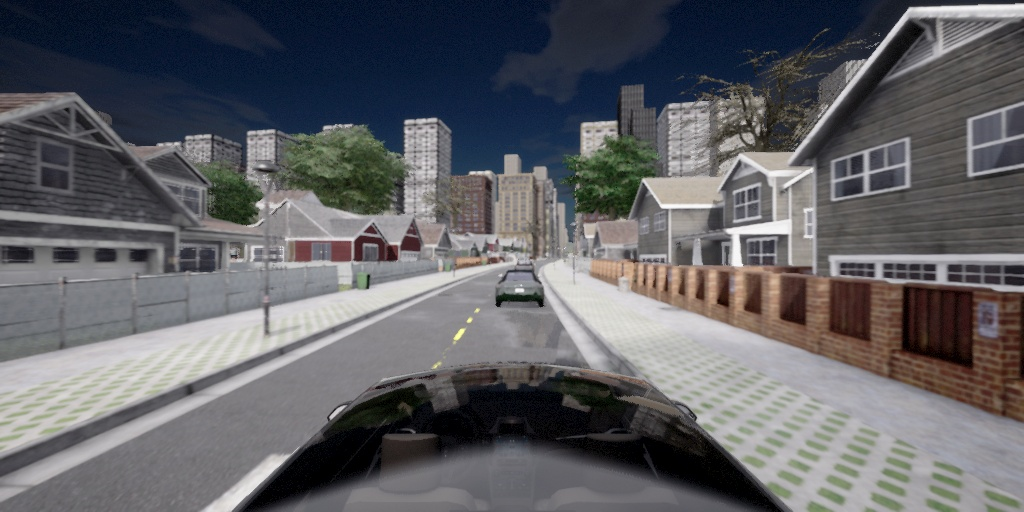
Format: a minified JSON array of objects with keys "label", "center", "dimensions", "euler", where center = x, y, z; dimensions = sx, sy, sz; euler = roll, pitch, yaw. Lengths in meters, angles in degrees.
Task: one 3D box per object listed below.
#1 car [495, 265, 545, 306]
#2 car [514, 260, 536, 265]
[{"label":"car","center":[0.343,1.256,15.511],"dimensions":[1.994,1.385,4.181],"euler":[0,0,2]},{"label":"car","center":[1.210,1.115,33.698],"dimensions":[2.128,1.511,4.902],"euler":[0,0,4]}]
